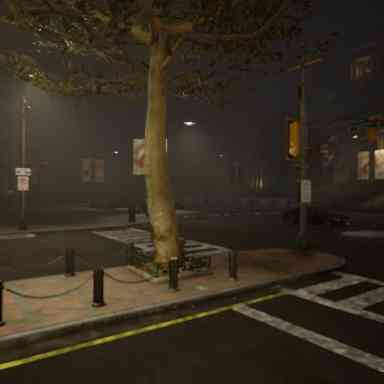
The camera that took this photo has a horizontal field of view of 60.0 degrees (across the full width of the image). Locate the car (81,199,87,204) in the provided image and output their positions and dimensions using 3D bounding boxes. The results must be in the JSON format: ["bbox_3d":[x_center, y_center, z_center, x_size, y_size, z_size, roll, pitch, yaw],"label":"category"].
[{"bbox_3d":[-23.370,1.636,66.204,5.357,1.411,2.033,0,0,30],"label":"car"}]

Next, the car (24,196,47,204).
[{"bbox_3d":[-31.007,1.556,65.752,4.674,1.442,1.812,0,0,19],"label":"car"}]

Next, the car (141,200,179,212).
[{"bbox_3d":[-4.164,1.645,39.170,2.033,1.411,5.357,0,0,-35],"label":"car"}]

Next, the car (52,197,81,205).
[{"bbox_3d":[-23.928,1.631,62.295,5.357,1.411,2.033,0,0,32],"label":"car"}]

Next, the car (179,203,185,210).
[{"bbox_3d":[-2.736,1.680,43.203,1.994,1.385,4.181,0,0,-35],"label":"car"}]

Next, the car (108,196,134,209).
[{"bbox_3d":[-10.744,1.662,48.572,1.994,1.385,4.181,0,0,-36],"label":"car"}]

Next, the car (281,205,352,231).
[{"bbox_3d":[8.053,1.624,21.935,1.812,1.442,4.674,0,0,-35],"label":"car"}]
